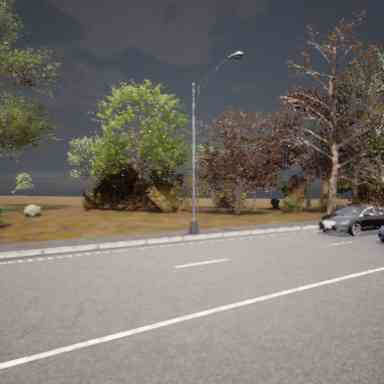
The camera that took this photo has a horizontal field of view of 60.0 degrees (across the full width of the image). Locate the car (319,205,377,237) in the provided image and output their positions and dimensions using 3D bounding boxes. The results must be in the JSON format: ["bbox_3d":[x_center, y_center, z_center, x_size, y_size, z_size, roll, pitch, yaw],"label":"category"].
[{"bbox_3d":[8.947,1.472,17.922,4.902,1.511,2.128,0,0,-30],"label":"car"}]

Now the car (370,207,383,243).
[{"bbox_3d":[10.205,1.512,14.605,4.674,1.442,1.812,0,0,-30],"label":"car"}]
